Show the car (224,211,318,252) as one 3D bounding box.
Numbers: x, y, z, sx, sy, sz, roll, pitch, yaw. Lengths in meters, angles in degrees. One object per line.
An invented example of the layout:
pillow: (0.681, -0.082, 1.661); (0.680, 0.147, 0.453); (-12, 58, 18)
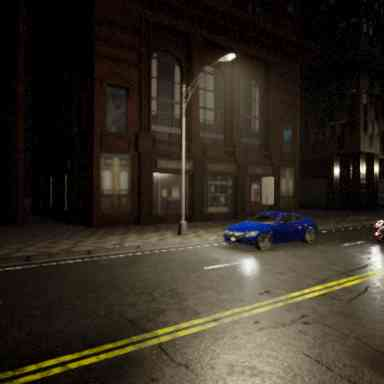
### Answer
car: (3.483, 1.539, 14.142); (4.674, 1.442, 1.812); (0, 0, -35)

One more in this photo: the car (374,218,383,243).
car: (10.131, 1.366, 14.869); (4.553, 1.767, 2.097); (0, 0, -35)
